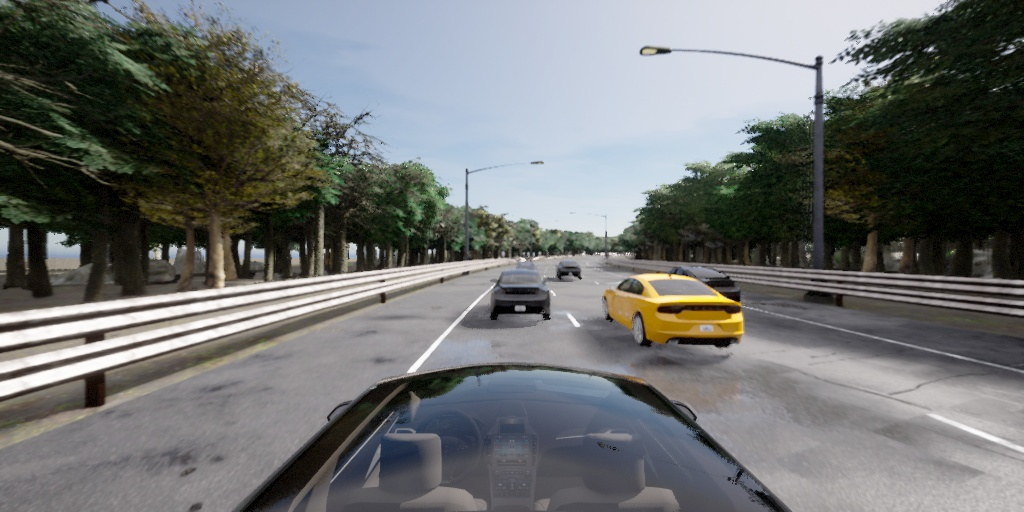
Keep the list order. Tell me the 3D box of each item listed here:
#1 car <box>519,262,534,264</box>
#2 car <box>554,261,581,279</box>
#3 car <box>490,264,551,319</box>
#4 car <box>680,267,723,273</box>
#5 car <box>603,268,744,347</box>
[{"bbox_3d":[1.227,1.188,30.687,1.994,1.385,4.181,0,0,4],"label":"car"},{"bbox_3d":[4.691,1.135,30.091,1.837,1.490,4.892,0,0,4],"label":"car"},{"bbox_3d":[0.302,1.208,12.515,1.837,1.490,4.892,0,0,2],"label":"car"},{"bbox_3d":[7.378,1.205,14.881,1.837,1.490,4.892,0,0,2],"label":"car"},{"bbox_3d":[3.716,1.199,9.241,1.882,1.535,5.008,0,0,1],"label":"car"}]
